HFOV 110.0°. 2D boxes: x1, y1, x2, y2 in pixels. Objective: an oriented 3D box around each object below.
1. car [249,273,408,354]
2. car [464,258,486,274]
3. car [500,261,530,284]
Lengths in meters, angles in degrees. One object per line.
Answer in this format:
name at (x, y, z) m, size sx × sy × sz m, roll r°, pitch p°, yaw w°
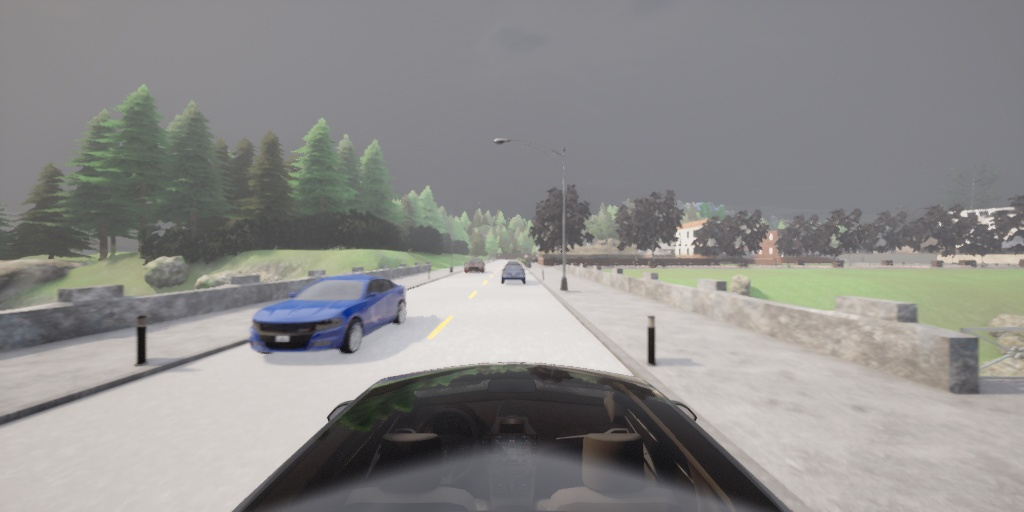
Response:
car at (-4.111, 1.220, 8.937) m, size 1.882 × 1.535 × 5.008 m, roll 0°, pitch 0°, yaw 0°
car at (-4.092, 1.062, 40.302) m, size 2.097 × 1.767 × 4.553 m, roll 0°, pitch 0°, yaw 0°
car at (0.108, 1.272, 26.845) m, size 2.033 × 1.411 × 5.357 m, roll 0°, pitch 0°, yaw 0°
